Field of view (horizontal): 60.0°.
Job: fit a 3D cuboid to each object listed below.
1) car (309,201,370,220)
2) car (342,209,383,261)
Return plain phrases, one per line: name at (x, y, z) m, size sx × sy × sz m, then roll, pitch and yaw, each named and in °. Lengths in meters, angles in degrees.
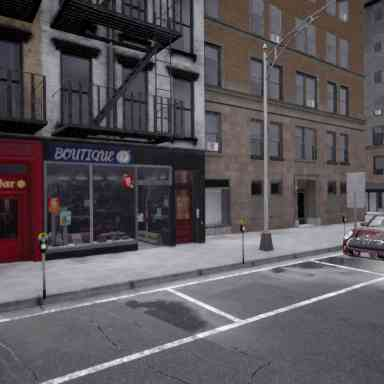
car at (13.916, 1.665, 31.696) m, size 1.882 × 1.535 × 5.008 m, roll -1°, pitch 0°, yaw -37°
car at (7.036, 1.442, 11.586) m, size 4.097 × 1.590 × 1.967 m, roll 0°, pitch -1°, yaw -36°
